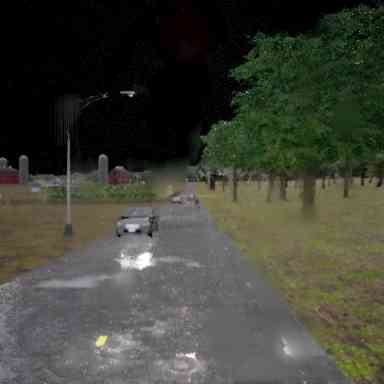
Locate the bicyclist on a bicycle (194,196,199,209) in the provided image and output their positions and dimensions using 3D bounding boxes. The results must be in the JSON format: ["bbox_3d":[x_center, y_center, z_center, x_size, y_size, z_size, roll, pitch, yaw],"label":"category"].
[{"bbox_3d":[0.759,1.616,47.021,0.582,1.620,1.656,0,0,0],"label":"bicyclist on a bicycle"}]

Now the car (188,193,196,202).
[{"bbox_3d":[0.005,1.447,77.361,1.812,1.442,4.674,0,1,0],"label":"car"}]

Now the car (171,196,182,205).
[{"bbox_3d":[-2.779,1.552,60.139,1.882,1.535,5.008,0,1,1],"label":"car"}]

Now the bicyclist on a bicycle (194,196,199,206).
[{"bbox_3d":[0.745,1.533,57.571,0.866,1.612,1.509,0,1,0],"label":"bicyclist on a bicycle"}]

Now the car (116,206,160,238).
[{"bbox_3d":[-2.847,1.555,18.250,2.128,1.511,4.902,0,0,0],"label":"car"}]

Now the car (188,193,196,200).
[{"bbox_3d":[0.006,1.064,90.093,2.097,1.767,4.553,0,1,0],"label":"car"}]
